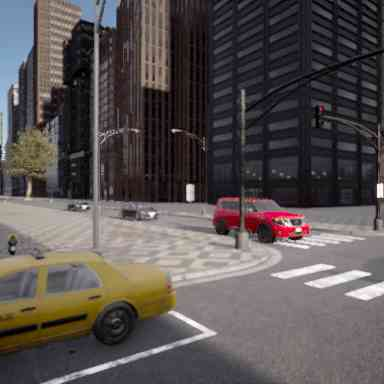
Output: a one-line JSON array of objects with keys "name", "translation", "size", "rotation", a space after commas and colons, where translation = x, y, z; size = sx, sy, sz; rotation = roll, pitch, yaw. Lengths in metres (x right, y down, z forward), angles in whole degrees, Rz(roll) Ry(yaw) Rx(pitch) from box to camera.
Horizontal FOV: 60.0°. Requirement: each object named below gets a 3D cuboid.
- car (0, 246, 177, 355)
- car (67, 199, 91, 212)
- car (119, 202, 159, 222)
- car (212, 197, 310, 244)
[{"name": "car", "translation": [-2.538, 1.529, 4.840], "size": [4.829, 1.417, 1.752], "rotation": [0, 0, -36]}, {"name": "car", "translation": [-14.305, 1.662, 41.869], "size": [2.128, 1.511, 4.902], "rotation": [0, 0, -35]}, {"name": "car", "translation": [-4.582, 1.619, 28.321], "size": [2.128, 1.511, 4.902], "rotation": [0, 0, -36]}, {"name": "car", "translation": [3.242, 1.315, 16.930], "size": [2.150, 2.045, 5.566], "rotation": [0, 0, -31]}]
